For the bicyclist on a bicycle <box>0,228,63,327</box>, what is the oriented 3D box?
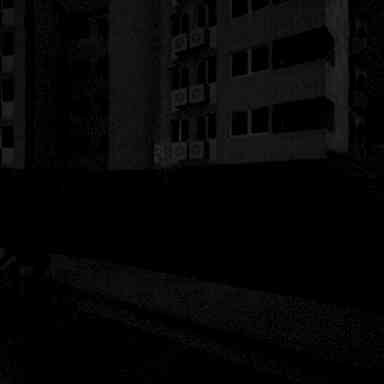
[{"bbox_3d":[-2.885,1.420,5.526,0.582,1.620,1.656,0,0,35],"label":"bicyclist on a bicycle"}]
